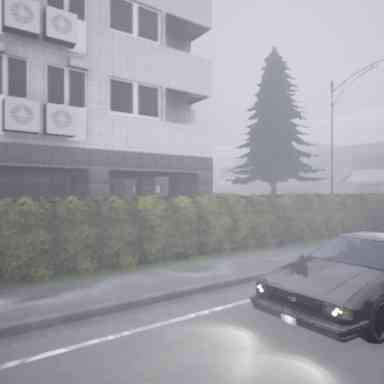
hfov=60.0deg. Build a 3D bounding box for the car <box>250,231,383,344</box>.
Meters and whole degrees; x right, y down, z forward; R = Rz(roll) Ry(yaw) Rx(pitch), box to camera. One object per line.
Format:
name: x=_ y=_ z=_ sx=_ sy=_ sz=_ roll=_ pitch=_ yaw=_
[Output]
car: x=3.630 y=1.532 z=6.562 sx=5.357 sy=1.411 sz=2.033 roll=0 pitch=0 yaw=-35
